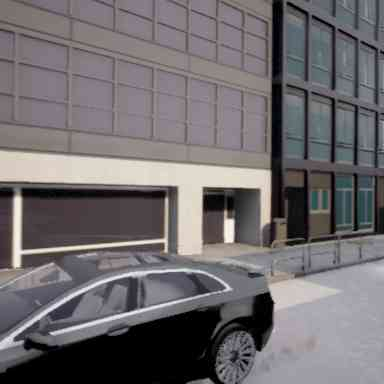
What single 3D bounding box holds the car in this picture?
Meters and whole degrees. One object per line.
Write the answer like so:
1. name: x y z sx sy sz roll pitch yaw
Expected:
1. car: -1.143 1.501 3.796 4.902 1.511 2.128 1 0 -35
